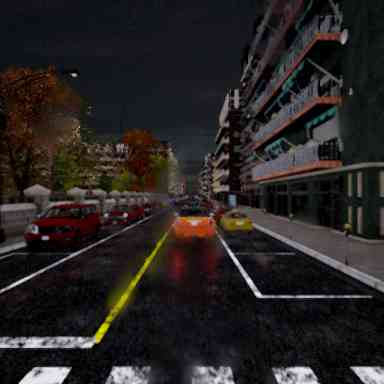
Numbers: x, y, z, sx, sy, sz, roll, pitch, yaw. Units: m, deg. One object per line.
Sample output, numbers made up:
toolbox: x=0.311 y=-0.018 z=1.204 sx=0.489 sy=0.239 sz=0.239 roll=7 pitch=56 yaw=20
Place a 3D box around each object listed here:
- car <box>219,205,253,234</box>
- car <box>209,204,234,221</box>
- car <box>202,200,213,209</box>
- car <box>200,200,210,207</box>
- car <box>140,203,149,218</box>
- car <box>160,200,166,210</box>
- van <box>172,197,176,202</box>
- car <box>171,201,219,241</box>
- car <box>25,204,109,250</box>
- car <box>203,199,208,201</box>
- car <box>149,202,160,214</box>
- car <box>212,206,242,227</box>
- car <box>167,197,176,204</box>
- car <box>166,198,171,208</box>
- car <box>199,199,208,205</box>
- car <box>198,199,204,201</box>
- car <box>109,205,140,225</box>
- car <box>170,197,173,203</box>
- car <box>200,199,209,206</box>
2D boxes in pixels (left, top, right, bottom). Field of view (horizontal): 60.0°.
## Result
car: x=2.707 y=1.770 z=21.088 sx=1.752 sy=1.417 sz=4.829 roll=0 pitch=-1 yaw=0
car: x=2.717 y=1.924 z=31.988 sx=2.008 sy=1.369 sz=4.403 roll=0 pitch=-1 yaw=0
car: x=2.744 y=2.248 z=59.661 sx=1.887 sy=1.381 sz=4.507 roll=0 pitch=-1 yaw=0
car: x=2.755 y=2.405 z=70.731 sx=1.947 sy=1.339 sz=4.313 roll=0 pitch=-1 yaw=0
car: x=-5.663 y=1.917 z=31.995 sx=1.887 sy=1.381 sz=4.507 roll=0 pitch=-1 yaw=0
car: x=-5.641 y=2.218 z=54.134 sx=1.802 sy=1.307 sz=4.206 roll=0 pitch=-1 yaw=0
van: x=-5.611 y=2.384 z=87.344 sx=1.690 sy=1.788 sz=3.998 roll=0 pitch=-1 yaw=0
car: x=0.115 y=1.559 z=17.960 sx=2.097 sy=1.767 sz=4.553 roll=0 pitch=-1 yaw=0
car: x=-5.680 y=1.492 z=15.393 sx=2.192 sy=1.841 sz=5.009 roll=0 pitch=-1 yaw=0
car: x=2.739 y=2.181 z=54.127 sx=1.887 sy=1.381 sz=4.507 roll=0 pitch=-1 yaw=0
car: x=-5.652 y=2.085 z=43.064 sx=1.802 sy=1.307 sz=4.206 roll=0 pitch=-1 yaw=0
car: x=2.712 y=1.852 z=26.452 sx=1.887 sy=1.381 sz=4.507 roll=0 pitch=-1 yaw=0
car: x=-5.606 y=2.427 z=92.880 sx=2.192 sy=1.841 sz=5.009 roll=0 pitch=-1 yaw=0
car: x=-5.631 y=2.294 z=65.034 sx=1.752 sy=1.417 sz=4.829 roll=0 pitch=-1 yaw=0
car: x=2.765 y=2.541 z=81.800 sx=1.947 sy=1.339 sz=4.313 roll=0 pitch=-1 yaw=0
car: x=0.068 y=1.998 z=43.193 sx=2.128 sy=1.511 sz=4.902 roll=0 pitch=-1 yaw=1
car: x=-5.669 y=1.747 z=26.461 sx=1.967 sy=1.590 sz=4.097 roll=0 pitch=-1 yaw=0
car: x=-5.626 y=2.389 z=70.738 sx=2.008 sy=1.369 sz=4.403 roll=0 pitch=-1 yaw=0
car: x=2.759 y=2.347 z=76.267 sx=1.967 sy=1.590 sz=4.097 roll=0 pitch=-1 yaw=0
